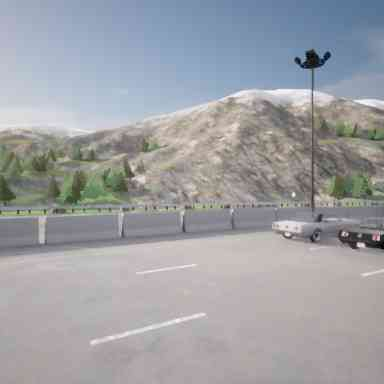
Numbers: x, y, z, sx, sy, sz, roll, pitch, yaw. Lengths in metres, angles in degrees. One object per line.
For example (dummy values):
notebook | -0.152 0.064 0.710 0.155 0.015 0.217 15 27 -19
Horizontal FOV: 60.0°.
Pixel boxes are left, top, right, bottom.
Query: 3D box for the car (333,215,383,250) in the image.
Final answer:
car | 7.996 1.616 13.054 4.718 1.301 1.895 0 0 -30

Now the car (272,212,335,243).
car | 6.239 1.616 16.081 4.718 1.301 1.895 0 0 -30
